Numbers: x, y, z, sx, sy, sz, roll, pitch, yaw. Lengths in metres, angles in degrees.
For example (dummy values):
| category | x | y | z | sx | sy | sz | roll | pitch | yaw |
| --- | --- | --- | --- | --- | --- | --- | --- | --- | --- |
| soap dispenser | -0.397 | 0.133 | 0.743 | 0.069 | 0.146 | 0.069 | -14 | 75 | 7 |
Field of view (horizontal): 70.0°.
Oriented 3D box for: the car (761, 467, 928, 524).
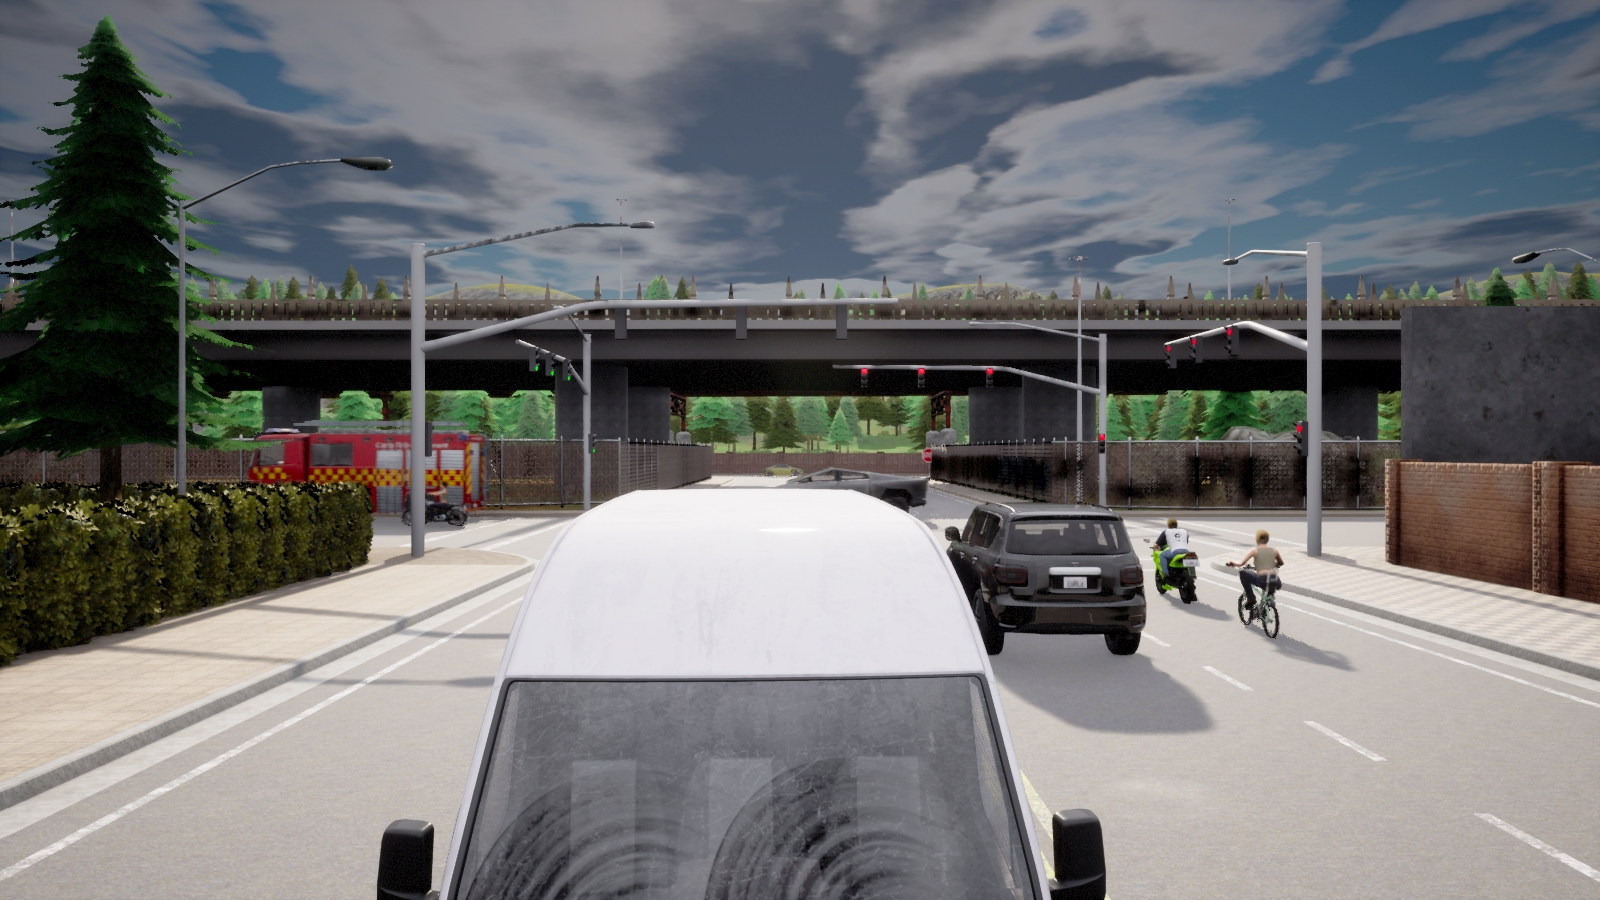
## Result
| category | x | y | z | sx | sy | sz | roll | pitch | yaw |
| --- | --- | --- | --- | --- | --- | --- | --- | --- | --- |
| car | 1.680 | 1.725 | 44.014 | 6.274 | 2.098 | 2.390 | 0 | 0 | 0 |

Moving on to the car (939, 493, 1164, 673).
| category | x | y | z | sx | sy | sz | roll | pitch | yaw |
| --- | --- | --- | --- | --- | --- | --- | --- | --- | --- |
| car | 3.496 | 1.780 | 17.139 | 2.150 | 2.045 | 5.566 | 0 | 0 | 0 |

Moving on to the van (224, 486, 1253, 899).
| category | x | y | z | sx | sy | sz | roll | pitch | yaw |
| --- | --- | --- | --- | --- | --- | --- | --- | --- | --- |
| van | -0.245 | 1.535 | 5.164 | 1.988 | 2.561 | 5.915 | 0 | 0 | -3 |

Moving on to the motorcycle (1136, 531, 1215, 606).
| category | x | y | z | sx | sy | sz | roll | pitch | yaw |
| --- | --- | --- | --- | --- | --- | --- | --- | --- | --- |
| motorcycle | 6.995 | 2.187 | 21.401 | 0.803 | 1.199 | 2.033 | 0 | 0 | 0 |

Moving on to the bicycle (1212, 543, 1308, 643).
| category | x | y | z | sx | sy | sz | roll | pitch | yaw |
| --- | --- | --- | --- | --- | --- | --- | --- | --- | --- |
| bicycle | 7.010 | 2.156 | 17.494 | 0.859 | 1.276 | 1.487 | 0 | 3 | 0 |

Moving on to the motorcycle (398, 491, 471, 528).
| category | x | y | z | sx | sy | sz | roll | pitch | yaw |
| --- | --- | --- | --- | --- | --- | --- | --- | --- | --- |
| motorcycle | -12.970 | 2.115 | 40.552 | 2.356 | 1.277 | 0.764 | 0 | 0 | 0 |

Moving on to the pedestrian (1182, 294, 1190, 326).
| category | x | y | z | sx | sy | sz | roll | pitch | yaw |
| --- | --- | --- | --- | --- | --- | --- | --- | --- | --- |
| pedestrian | 22.875 | -8.300 | 67.718 | 0.375 | 1.860 | 0.375 | 0 | 0 | 0 |

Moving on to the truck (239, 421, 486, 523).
| category | x | y | z | sx | sy | sz | roll | pitch | yaw |
| --- | --- | --- | --- | --- | --- | --- | --- | --- | --- |
| truck | -16.815 | 0.838 | 44.303 | 8.468 | 3.827 | 2.891 | 0 | 0 | 0 |
